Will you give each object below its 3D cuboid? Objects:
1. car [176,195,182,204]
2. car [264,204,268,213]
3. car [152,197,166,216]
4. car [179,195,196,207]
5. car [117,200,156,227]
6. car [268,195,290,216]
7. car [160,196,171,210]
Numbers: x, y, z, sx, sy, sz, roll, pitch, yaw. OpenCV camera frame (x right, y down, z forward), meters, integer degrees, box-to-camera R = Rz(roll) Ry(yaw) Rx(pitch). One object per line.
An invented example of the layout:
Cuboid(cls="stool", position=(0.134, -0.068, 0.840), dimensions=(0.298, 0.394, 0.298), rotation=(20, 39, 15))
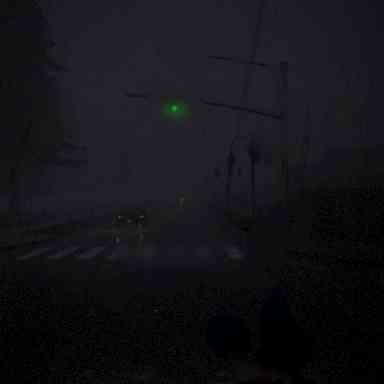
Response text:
Cuboid(cls="car", position=(-1.712, 1.359, 62.747), dimensions=(2.097, 1.767, 4.553), rotation=(0, 0, -12))
Cuboid(cls="car", position=(8.690, 1.139, 30.403), dimensions=(3.866, 1.878, 1.905), rotation=(0, 0, 0))
Cuboid(cls="car", position=(-3.848, 1.507, 32.012), dimensions=(1.837, 1.490, 4.892), rotation=(0, 0, 0))
Cuboid(cls="car", position=(-0.505, 1.600, 52.604), dimensions=(1.895, 1.301, 4.718), rotation=(0, 0, -6))
Cuboid(cls="car", position=(-3.851, 1.524, 22.838), dimensions=(1.812, 1.442, 4.674), rotation=(0, 0, 0))
Cuboid(cls="car", position=(9.084, 1.135, 27.890), dimensions=(4.605, 1.855, 1.932), rotation=(0, 0, 0))
Cuboid(cls="car", position=(-3.835, 1.358, 42.074), dimensions=(2.097, 1.767, 4.553), rotation=(0, 0, 0))
